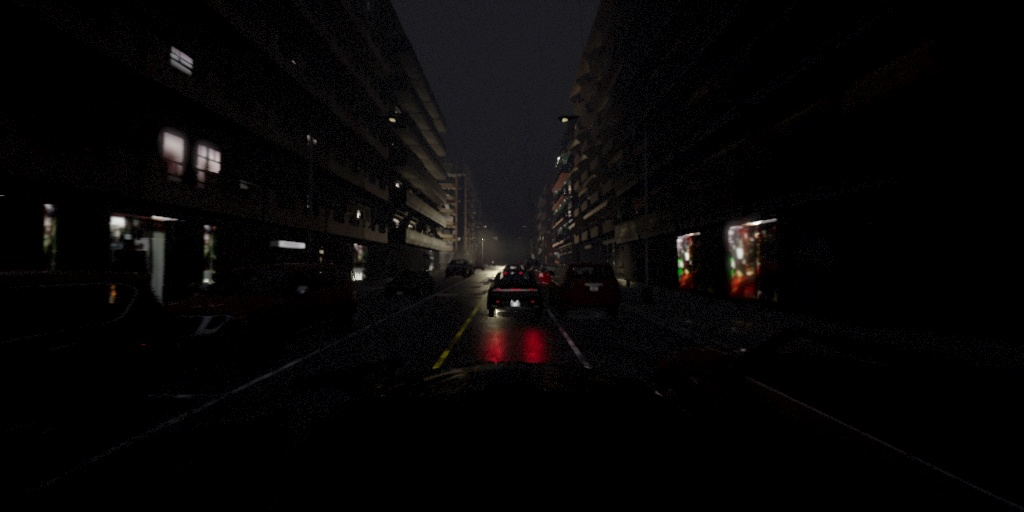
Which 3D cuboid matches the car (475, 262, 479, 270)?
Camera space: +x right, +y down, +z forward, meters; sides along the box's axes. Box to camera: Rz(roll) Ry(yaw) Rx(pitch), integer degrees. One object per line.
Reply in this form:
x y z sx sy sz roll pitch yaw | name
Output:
-5.313 1.507 41.280 1.888 1.381 4.507 0 0 0 | car

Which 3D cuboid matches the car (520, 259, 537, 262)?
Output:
2.535 1.313 46.755 2.192 1.841 5.009 0 0 0 | car

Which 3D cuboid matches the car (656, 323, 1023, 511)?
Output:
2.576 1.193 2.508 1.967 1.591 4.097 0 0 0 | car

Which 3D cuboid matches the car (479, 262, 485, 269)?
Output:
-5.313 1.661 57.873 1.802 1.307 4.207 0 0 0 | car

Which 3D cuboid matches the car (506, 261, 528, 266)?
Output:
0.108 1.450 31.931 2.033 1.411 5.357 0 0 0 | car

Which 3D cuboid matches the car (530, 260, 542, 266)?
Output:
2.535 1.300 24.631 1.967 1.591 4.097 0 0 0 | car

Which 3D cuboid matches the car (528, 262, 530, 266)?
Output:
2.535 1.507 35.693 1.802 1.307 4.207 0 0 0 | car

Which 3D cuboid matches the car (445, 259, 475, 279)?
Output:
-5.313 1.241 35.749 2.192 1.841 5.009 0 0 0 | car

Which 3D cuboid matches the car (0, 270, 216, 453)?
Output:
-5.314 1.069 2.568 2.192 1.841 5.009 0 0 0 | car

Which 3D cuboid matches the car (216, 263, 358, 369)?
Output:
-5.314 1.093 8.098 2.192 1.841 5.009 0 0 0 | car

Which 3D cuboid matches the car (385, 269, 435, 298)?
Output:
-5.314 1.397 19.160 1.948 1.339 4.313 0 0 0 | car

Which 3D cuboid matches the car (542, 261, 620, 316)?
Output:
2.534 1.118 13.569 2.192 1.841 5.009 0 0 0 | car

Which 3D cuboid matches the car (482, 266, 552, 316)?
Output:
0.102 1.295 13.562 2.128 1.511 4.902 0 0 0 | car
